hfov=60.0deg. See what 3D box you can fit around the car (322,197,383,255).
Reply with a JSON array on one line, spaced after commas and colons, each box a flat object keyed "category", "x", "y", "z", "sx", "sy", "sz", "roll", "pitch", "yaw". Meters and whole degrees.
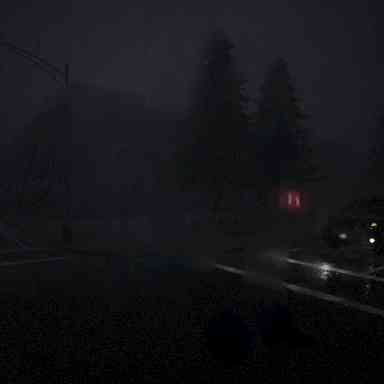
[{"category": "car", "x": 7.713, "y": 1.248, "z": 13.737, "sx": 5.566, "sy": 2.045, "sz": 2.150, "roll": 0, "pitch": 0, "yaw": -37}]
